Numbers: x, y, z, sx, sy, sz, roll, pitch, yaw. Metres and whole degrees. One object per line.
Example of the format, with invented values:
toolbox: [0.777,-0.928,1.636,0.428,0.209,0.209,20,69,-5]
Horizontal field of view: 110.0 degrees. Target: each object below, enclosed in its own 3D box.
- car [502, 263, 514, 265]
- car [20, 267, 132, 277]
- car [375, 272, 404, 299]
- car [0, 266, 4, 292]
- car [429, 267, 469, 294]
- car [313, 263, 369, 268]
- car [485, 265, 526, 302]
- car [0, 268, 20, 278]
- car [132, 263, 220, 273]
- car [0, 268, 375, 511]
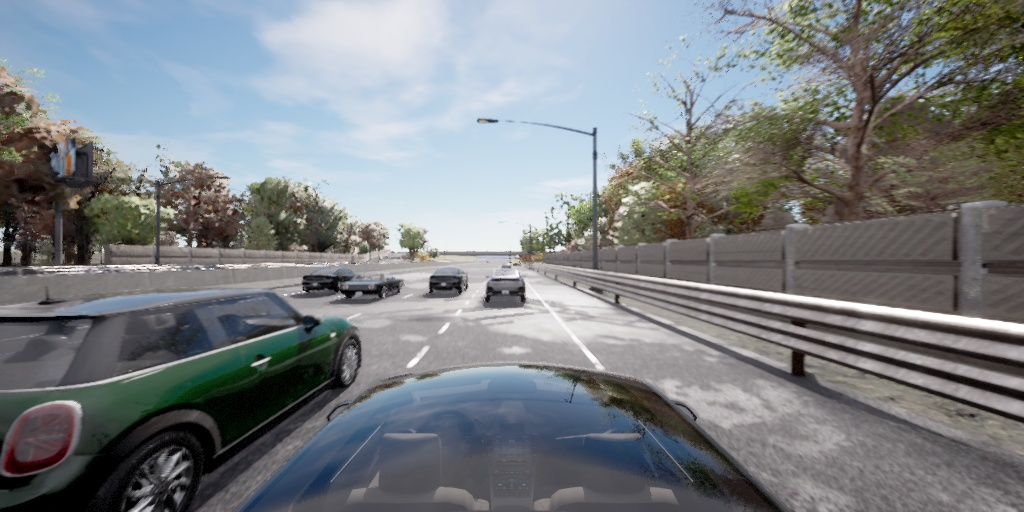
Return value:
car: [-1.083,1.922,64.727,2.033,1.411,5.357,0,-1,-1]
car: [-24.975,1.414,21.519,2.128,1.511,4.902,0,-1,-1]
car: [-7.237,1.507,19.110,1.895,1.301,4.718,0,-1,-1]
car: [-31.942,1.378,19.392,1.882,1.535,5.008,0,-1,-1]
car: [-3.786,1.412,22.077,1.882,1.535,5.008,0,-1,-1]
car: [-10.786,1.409,22.031,1.882,1.535,5.008,0,-1,-1]
car: [-0.323,1.391,18.096,2.128,1.511,4.902,0,-1,-1]
car: [-28.451,1.412,19.982,1.837,1.490,4.892,0,-1,-1]
car: [-21.509,1.296,23.703,2.097,1.767,4.553,0,-1,-1]
car: [-3.495,1.122,4.092,2.097,1.767,4.553,0,-1,-1]
